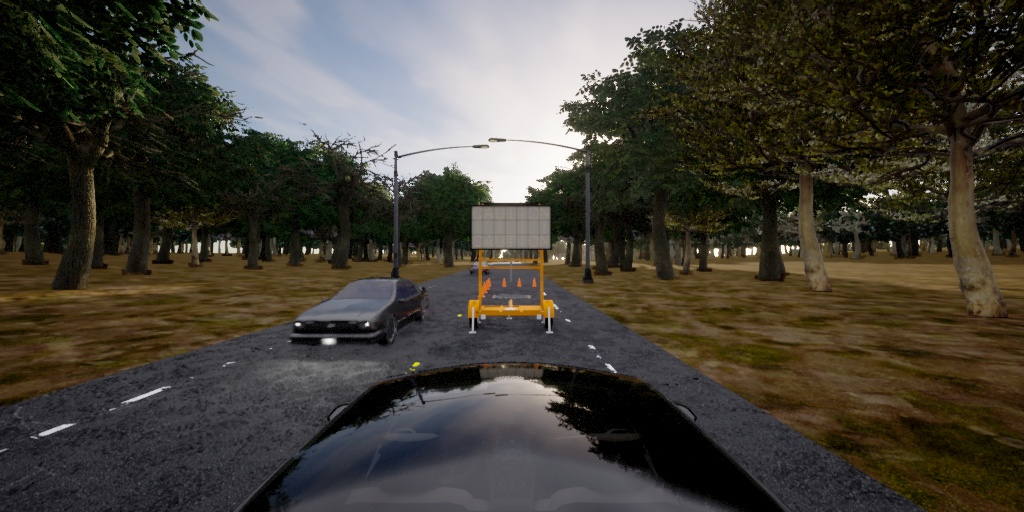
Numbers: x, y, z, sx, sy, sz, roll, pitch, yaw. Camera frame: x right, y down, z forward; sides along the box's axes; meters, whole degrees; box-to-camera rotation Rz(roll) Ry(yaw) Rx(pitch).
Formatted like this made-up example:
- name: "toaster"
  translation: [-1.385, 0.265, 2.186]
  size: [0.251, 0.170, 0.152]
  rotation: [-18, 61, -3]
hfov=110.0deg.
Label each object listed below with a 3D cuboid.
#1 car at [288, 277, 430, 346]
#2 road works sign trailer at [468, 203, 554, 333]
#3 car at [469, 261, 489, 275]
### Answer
- name: "car"
  translation: [-3.610, 1.305, 9.737]
  size: [2.033, 1.411, 5.357]
  rotation: [0, 0, 0]
- name: "road works sign trailer"
  translation: [-0.026, 0.223, 10.711]
  size: [2.380, 3.560, 2.880]
  rotation: [0, 0, 0]
- name: "car"
  translation: [-3.547, 1.324, 39.336]
  size: [1.812, 1.442, 4.674]
  rotation: [0, 0, 0]
